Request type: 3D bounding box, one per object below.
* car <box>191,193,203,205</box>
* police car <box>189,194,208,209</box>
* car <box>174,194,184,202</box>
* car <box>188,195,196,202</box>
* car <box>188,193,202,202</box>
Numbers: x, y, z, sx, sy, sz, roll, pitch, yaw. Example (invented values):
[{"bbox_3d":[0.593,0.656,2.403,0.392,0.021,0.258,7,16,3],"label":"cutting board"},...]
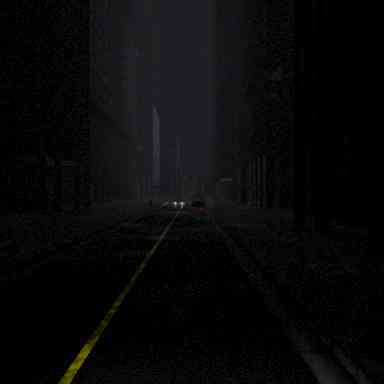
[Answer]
[{"bbox_3d":[0.901,1.261,62.134,2.150,2.045,5.566,0,0,0],"label":"car"},{"bbox_3d":[0.900,1.450,46.213,1.930,1.638,5.238,0,0,0],"label":"police car"},{"bbox_3d":[-2.999,1.545,75.933,1.837,1.490,4.892,0,0,0],"label":"car"},{"bbox_3d":[0.001,1.555,82.205,2.128,1.511,4.902,0,0,0],"label":"car"},{"bbox_3d":[0.901,1.250,56.134,2.150,2.045,5.566,0,0,0],"label":"car"}]
